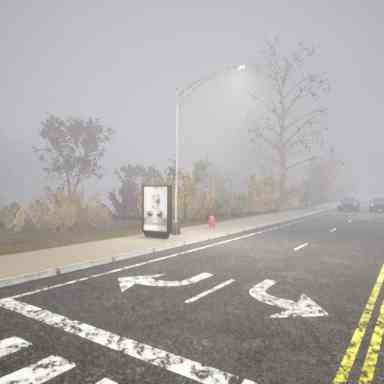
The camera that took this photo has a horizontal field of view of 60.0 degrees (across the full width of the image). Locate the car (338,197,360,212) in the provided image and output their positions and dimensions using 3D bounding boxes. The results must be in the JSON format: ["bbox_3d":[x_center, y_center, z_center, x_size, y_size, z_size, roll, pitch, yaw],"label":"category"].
[{"bbox_3d":[18.740,1.387,39.696,2.097,1.767,4.553,0,0,31],"label":"car"}]

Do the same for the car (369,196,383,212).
[{"bbox_3d":[21.540,1.390,38.046,2.097,1.767,4.553,0,0,31],"label":"car"}]
